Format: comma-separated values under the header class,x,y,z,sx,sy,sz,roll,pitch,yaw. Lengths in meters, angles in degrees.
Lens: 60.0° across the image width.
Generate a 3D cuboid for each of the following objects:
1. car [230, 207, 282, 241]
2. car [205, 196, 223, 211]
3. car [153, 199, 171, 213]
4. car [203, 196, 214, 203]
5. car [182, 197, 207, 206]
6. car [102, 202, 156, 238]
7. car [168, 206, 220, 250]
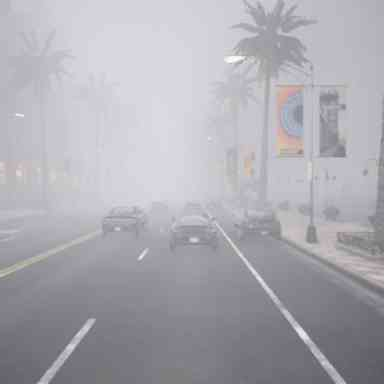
class,x,y,z,sx,sy,sz,roll,pitch,yaw
car,3.072,1.480,16.571,2.231,1.521,4.892,0,0,0
car,3.053,1.354,45.946,2.185,1.767,4.553,0,0,0
car,-3.437,1.494,36.481,2.128,1.511,4.902,0,0,0
car,3.339,1.513,67.876,2.161,1.482,4.786,0,0,0
car,0.068,1.492,32.478,2.128,1.511,4.902,0,0,0
car,-3.418,1.493,17.758,2.128,1.511,4.902,0,0,0
car,0.071,1.526,14.114,1.812,1.442,4.674,0,0,0
